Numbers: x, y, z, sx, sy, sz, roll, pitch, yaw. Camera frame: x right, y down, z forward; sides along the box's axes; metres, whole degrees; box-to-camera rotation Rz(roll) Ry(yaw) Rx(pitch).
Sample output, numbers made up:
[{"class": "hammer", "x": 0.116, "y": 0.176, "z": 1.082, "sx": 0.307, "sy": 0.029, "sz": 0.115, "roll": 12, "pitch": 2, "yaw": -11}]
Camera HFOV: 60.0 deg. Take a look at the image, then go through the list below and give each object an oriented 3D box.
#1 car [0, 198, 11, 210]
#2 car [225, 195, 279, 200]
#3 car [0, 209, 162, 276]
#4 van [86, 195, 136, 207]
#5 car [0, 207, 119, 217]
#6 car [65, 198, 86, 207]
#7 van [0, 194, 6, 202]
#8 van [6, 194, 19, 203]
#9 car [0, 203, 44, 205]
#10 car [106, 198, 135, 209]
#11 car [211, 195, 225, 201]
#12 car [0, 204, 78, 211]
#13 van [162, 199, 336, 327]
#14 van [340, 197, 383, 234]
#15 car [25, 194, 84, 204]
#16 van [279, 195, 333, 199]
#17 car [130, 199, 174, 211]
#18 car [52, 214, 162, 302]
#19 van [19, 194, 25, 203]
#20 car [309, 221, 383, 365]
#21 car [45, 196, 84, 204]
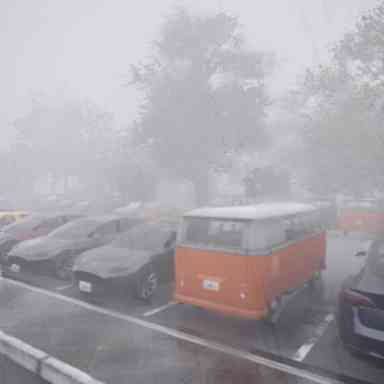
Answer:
[{"class": "car", "x": -26.880, "y": 1.565, "z": 43.370, "sx": 1.946, "sy": 1.575, "sz": 5.366, "roll": -1, "pitch": -1, "yaw": 36}, {"class": "car", "x": 4.685, "y": 1.223, "z": 20.871, "sx": 2.435, "sy": 2.045, "sz": 5.566, "roll": 0, "pitch": 0, "yaw": 36}, {"class": "car", "x": -3.020, "y": 1.507, "z": 10.300, "sx": 2.163, "sy": 1.488, "sz": 4.792, "roll": 0, "pitch": 0, "yaw": 36}, {"class": "van", "x": -6.580, "y": 1.241, "z": 29.147, "sx": 1.878, "sy": 1.987, "sz": 4.442, "roll": 0, "pitch": 0, "yaw": 36}, {"class": "car", "x": -5.274, "y": 1.506, "z": 11.921, "sx": 2.163, "sy": 1.488, "sz": 4.792, "roll": 0, "pitch": 0, "yaw": 36}, {"class": "car", "x": -8.797, "y": 1.505, "z": 30.595, "sx": 2.002, "sy": 1.452, "sz": 4.674, "roll": 0, "pitch": 0, "yaw": 36}, {"class": "van", "x": -20.218, "y": 1.231, "z": 38.664, "sx": 1.878, "sy": 1.987, "sz": 4.442, "roll": -1, "pitch": 0, "yaw": 36}, {"class": "van", "x": -17.725, "y": 1.233, "z": 37.159, "sx": 1.878, "sy": 1.987, "sz": 4.442, "roll": 0, "pitch": 0, "yaw": 36}, {"class": "car", "x": -9.762, "y": 1.474, "z": 15.190, "sx": 2.231, "sy": 1.521, "sz": 4.892, "roll": 0, "pitch": 0, "yaw": 36}, {"class": "car", "x": -4.397, "y": 1.508, "z": 27.438, "sx": 2.002, "sy": 1.452, "sz": 4.674, "roll": 0, "pitch": 0, "yaw": 36}, {"class": "car", "x": 2.435, "y": 1.222, "z": 22.488, "sx": 2.435, "sy": 2.045, "sz": 5.566, "roll": 0, "pitch": 0, "yaw": 36}, {"class": "car", "x": -7.620, "y": 1.471, "z": 13.414, "sx": 1.946, "sy": 1.575, "sz": 5.366, "roll": 0, "pitch": 0, "yaw": 36}, {"class": "van", "x": 1.573, "y": 1.255, "z": 7.178, "sx": 1.878, "sy": 1.987, "sz": 4.442, "roll": 0, "pitch": 0, "yaw": 36}, {"class": "van", "x": 9.267, "y": 1.252, "z": 17.755, "sx": 1.878, "sy": 1.987, "sz": 4.442, "roll": 0, "pitch": 0, "yaw": 36}, {"class": "car", "x": -13.412, "y": 1.210, "z": 33.880, "sx": 2.435, "sy": 2.045, "sz": 5.566, "roll": 0, "pitch": 0, "yaw": 36}, {"class": "van", "x": 6.881, "y": 1.250, "z": 19.183, "sx": 1.878, "sy": 1.987, "sz": 4.442, "roll": 0, "pitch": 0, "yaw": 36}, {"class": "car", "x": -2.051, "y": 1.470, "z": 25.741, "sx": 2.097, "sy": 1.535, "sz": 5.008, "roll": 0, "pitch": 0, "yaw": 36}, {"class": "car", "x": -0.766, "y": 1.509, "z": 8.680, "sx": 2.163, "sy": 1.488, "sz": 4.792, "roll": 0, "pitch": 0, "yaw": 36}, {"class": "van", "x": -15.577, "y": 1.234, "z": 35.615, "sx": 1.878, "sy": 1.987, "sz": 4.442, "roll": 0, "pitch": 0, "yaw": 36}, {"class": "car", "x": 3.777, "y": 1.512, "z": 5.486, "sx": 2.163, "sy": 1.488, "sz": 4.792, "roll": 0, "pitch": 0, "yaw": 36}, {"class": "car", "x": -11.049, "y": 1.463, "z": 32.209, "sx": 2.097, "sy": 1.535, "sz": 5.008, "roll": 0, "pitch": 0, "yaw": 36}]
